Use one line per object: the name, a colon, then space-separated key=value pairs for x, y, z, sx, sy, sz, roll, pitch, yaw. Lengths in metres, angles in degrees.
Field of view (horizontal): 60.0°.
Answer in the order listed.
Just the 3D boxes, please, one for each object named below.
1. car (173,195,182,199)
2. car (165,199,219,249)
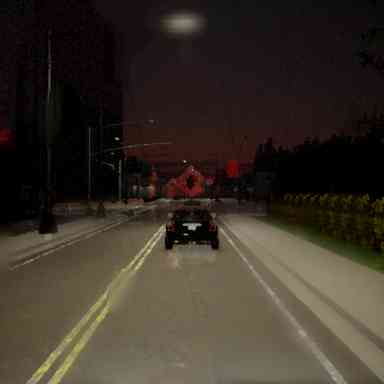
car: x=-3.500 y=1.424 z=79.985 sx=1.837 sy=1.490 sz=4.892 roll=0 pitch=0 yaw=0
car: x=0.000 y=1.364 z=14.620 sx=2.097 sy=1.767 sz=4.553 roll=0 pitch=0 yaw=0
